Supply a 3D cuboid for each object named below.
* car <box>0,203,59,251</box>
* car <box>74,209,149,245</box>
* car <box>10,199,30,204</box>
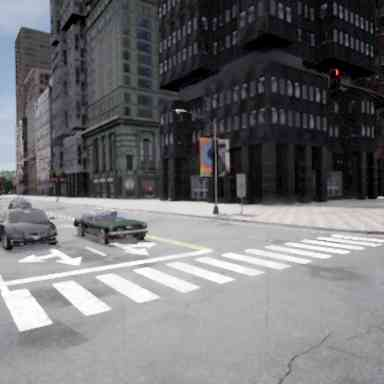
[{"bbox_3d":[-7.152,1.456,14.270,1.837,1.490,4.892,-2,1,-35],"label":"car"},{"bbox_3d":[-3.790,1.479,15.154,1.895,1.301,4.718,-2,1,-35],"label":"car"},{"bbox_3d":[-18.639,1.429,36.091,2.033,1.411,5.357,-2,1,-35],"label":"car"}]
